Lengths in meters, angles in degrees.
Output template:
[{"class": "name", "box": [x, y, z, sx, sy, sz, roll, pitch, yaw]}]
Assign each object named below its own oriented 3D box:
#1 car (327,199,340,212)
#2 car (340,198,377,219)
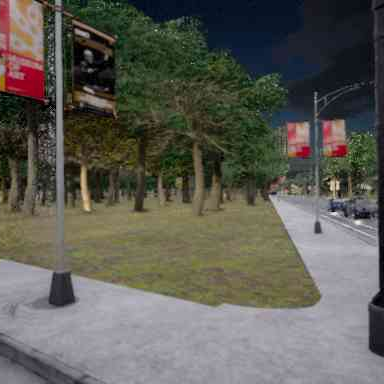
[{"class": "car", "box": [16.884, 1.531, 38.546, 1.812, 1.442, 4.674, -1, 0, 14]}, {"class": "car", "box": [14.642, 1.343, 28.699, 2.097, 1.767, 4.553, -1, 0, 13]}]
